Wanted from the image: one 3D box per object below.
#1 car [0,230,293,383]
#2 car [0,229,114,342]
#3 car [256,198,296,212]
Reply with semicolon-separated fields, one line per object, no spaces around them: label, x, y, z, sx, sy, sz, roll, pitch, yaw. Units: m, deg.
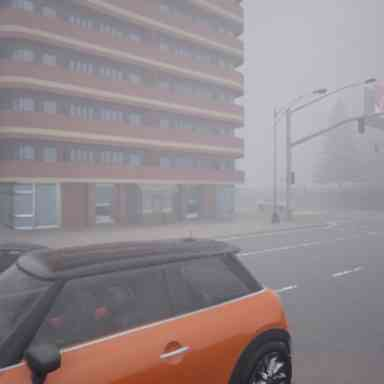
car;-1.154;1.347;3.143;4.553;1.767;2.097;0;0;-36
car;-3.695;1.562;5.627;4.181;1.385;1.994;-1;0;-36
car;9.107;1.350;36.368;1.812;1.442;4.674;0;0;-36
